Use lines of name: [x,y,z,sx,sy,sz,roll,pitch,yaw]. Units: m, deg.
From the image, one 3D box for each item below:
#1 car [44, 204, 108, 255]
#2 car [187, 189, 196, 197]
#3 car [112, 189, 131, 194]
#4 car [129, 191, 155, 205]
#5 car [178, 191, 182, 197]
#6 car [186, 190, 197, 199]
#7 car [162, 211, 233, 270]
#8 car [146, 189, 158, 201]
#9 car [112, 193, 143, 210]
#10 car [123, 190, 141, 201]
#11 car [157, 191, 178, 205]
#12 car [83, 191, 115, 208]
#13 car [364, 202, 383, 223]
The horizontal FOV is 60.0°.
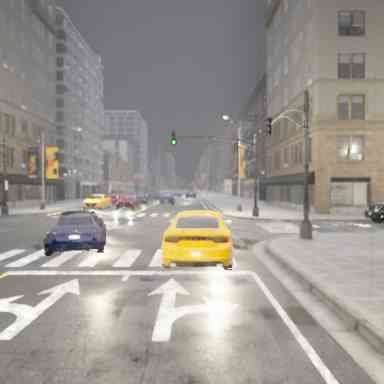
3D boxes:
car: [-4.346,1.385,12.644,1.994,1.385,4.181,0,1,-16]
car: [-0.220,0.237,79.412,2.097,1.767,4.553,0,1,0]
car: [-9.933,0.595,45.031,2.150,2.045,5.566,0,1,0]
car: [-6.680,0.927,44.647,2.033,1.411,5.357,0,1,0]
car: [-3.467,0.455,78.314,1.994,1.385,4.181,0,1,0]
car: [-0.180,0.441,65.253,2.097,1.767,4.553,0,1,0]
car: [0.261,1.329,10.600,1.882,1.535,5.008,0,1,4]
car: [-6.652,0.453,55.117,2.150,2.045,5.566,0,1,0]
car: [-6.687,1.115,35.004,1.895,1.301,4.718,0,1,0]
car: [-9.901,0.585,55.022,2.097,1.767,4.553,0,1,0]
car: [-3.272,0.906,44.660,1.812,1.442,4.674,0,1,0]
car: [-9.939,0.990,35.100,1.882,1.535,5.008,0,1,0]
car: [13.671,0.994,20.397,5.566,2.045,2.150,0,1,0]
